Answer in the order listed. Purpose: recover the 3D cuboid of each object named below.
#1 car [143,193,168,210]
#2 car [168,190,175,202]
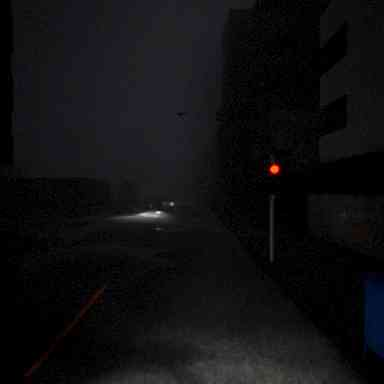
[{"bbox_3d":[-4.103,1.106,35.630,2.128,1.511,4.902,0,1,0],"label":"car"},{"bbox_3d":[-4.055,0.887,57.353,1.837,1.490,4.892,0,0,0],"label":"car"}]
